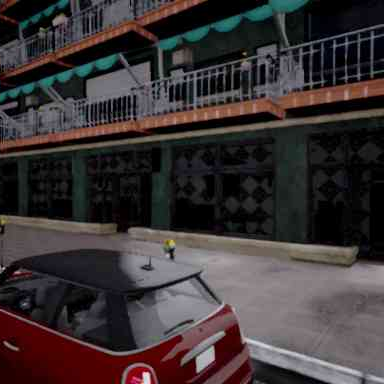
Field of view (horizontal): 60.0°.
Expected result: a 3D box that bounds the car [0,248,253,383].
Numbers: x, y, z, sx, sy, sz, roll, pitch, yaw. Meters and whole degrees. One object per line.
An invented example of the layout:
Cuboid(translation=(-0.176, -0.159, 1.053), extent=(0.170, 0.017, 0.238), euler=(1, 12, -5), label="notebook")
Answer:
Cuboid(translation=(-1.466, 1.405, 3.924), extent=(4.097, 1.590, 1.967), euler=(1, 0, 36), label="car")
